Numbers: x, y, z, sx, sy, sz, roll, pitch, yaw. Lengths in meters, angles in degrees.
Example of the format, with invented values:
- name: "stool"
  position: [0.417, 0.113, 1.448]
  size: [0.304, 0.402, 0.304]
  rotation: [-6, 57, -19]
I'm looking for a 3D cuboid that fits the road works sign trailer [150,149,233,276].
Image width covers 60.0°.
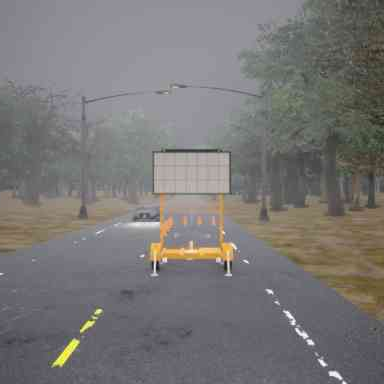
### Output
- name: "road works sign trailer"
  position: [-0.010, 0.476, 10.359]
  size: [2.380, 3.560, 2.880]
  rotation: [0, 0, 0]

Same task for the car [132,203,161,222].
- name: "car"
  position: [-3.486, 1.600, 26.449]
  size: [1.994, 1.385, 4.181]
  rotation: [0, 0, 0]
